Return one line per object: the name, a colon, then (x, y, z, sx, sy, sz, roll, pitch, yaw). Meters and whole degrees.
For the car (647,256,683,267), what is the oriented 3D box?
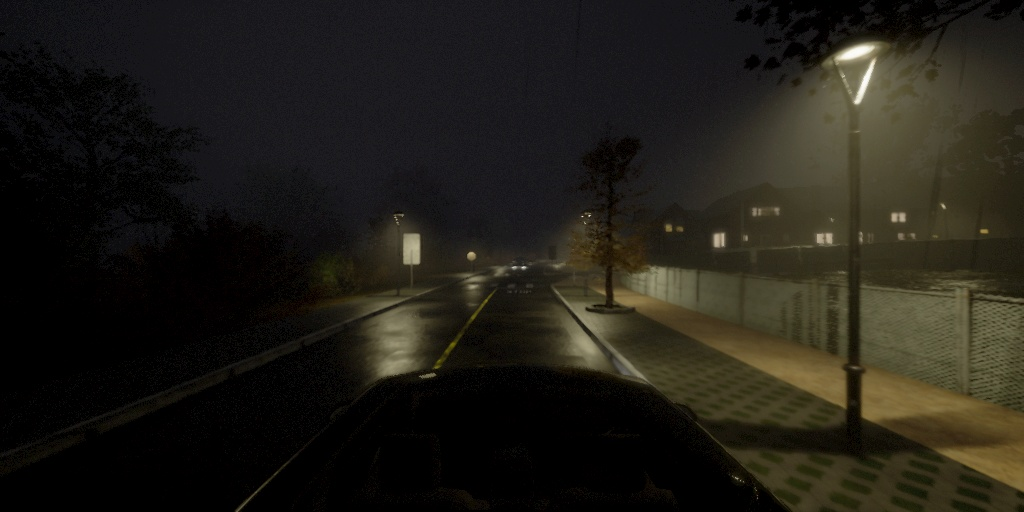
car: (12.596, 0.581, 27.492, 4.181, 1.385, 1.994, -3, 0, 7)

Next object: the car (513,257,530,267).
car: (1.365, 0.914, 62.405, 2.097, 1.767, 4.553, 0, 0, 8)
